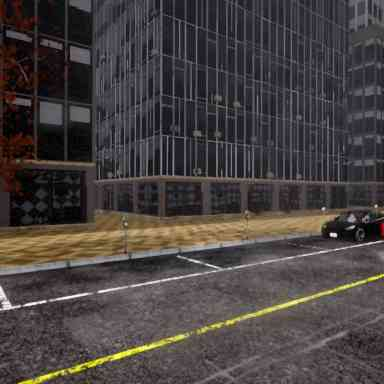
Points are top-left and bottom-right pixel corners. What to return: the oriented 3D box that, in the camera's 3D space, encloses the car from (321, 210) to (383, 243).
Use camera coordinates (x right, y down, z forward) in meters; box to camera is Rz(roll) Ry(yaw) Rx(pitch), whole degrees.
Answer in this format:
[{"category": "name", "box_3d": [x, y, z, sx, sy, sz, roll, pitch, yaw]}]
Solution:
[{"category": "car", "box_3d": [8.140, 1.563, 16.226, 4.313, 1.339, 1.947, 0, 0, -36]}]
